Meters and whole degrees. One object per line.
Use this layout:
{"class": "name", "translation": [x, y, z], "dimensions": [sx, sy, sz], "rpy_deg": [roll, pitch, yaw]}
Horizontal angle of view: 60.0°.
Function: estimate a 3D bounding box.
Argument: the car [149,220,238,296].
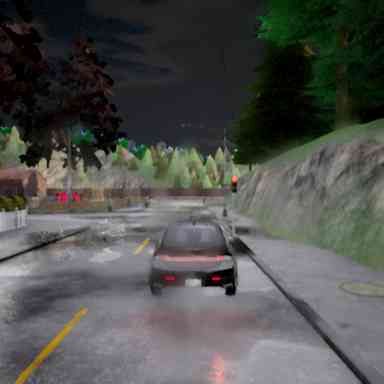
{"class": "car", "translation": [0.048, 1.478, 8.627], "dimensions": [2.128, 1.511, 4.902], "rpy_deg": [0, 0, 1]}
